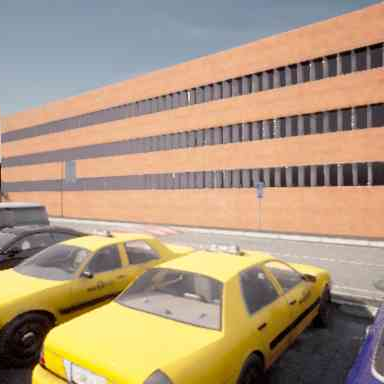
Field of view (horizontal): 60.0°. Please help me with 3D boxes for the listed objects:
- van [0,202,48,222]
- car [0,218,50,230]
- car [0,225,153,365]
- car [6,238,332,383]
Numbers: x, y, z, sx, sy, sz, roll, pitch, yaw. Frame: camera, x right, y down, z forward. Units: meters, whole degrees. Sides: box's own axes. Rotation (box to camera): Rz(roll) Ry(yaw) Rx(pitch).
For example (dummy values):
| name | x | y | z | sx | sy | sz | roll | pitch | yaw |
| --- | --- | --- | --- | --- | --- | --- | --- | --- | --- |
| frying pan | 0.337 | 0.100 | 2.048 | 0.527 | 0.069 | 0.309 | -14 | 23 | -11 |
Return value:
| name | x | y | z | sx | sy | sz | roll | pitch | yaw |
| --- | --- | --- | --- | --- | --- | --- | --- | --- | --- |
| van | -6.469 | 1.302 | 9.463 | 1.878 | 1.987 | 4.442 | 0 | 0 | 35 |
| car | -4.098 | 1.556 | 7.919 | 2.002 | 1.452 | 4.674 | 0 | 0 | 35 |
| car | -1.907 | 1.500 | 6.125 | 1.946 | 1.575 | 5.366 | 0 | 0 | 36 |
| car | 0.609 | 1.487 | 4.786 | 1.946 | 1.575 | 5.366 | 0 | 0 | 35 |
